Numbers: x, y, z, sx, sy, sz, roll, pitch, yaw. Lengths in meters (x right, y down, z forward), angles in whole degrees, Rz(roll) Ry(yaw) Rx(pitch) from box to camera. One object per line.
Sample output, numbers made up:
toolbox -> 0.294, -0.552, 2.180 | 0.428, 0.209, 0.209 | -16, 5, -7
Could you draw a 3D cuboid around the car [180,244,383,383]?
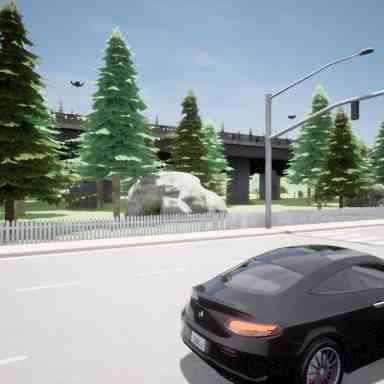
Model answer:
car -> 2.082, 1.526, 4.908 | 4.674, 1.442, 1.812 | 0, 0, -29
